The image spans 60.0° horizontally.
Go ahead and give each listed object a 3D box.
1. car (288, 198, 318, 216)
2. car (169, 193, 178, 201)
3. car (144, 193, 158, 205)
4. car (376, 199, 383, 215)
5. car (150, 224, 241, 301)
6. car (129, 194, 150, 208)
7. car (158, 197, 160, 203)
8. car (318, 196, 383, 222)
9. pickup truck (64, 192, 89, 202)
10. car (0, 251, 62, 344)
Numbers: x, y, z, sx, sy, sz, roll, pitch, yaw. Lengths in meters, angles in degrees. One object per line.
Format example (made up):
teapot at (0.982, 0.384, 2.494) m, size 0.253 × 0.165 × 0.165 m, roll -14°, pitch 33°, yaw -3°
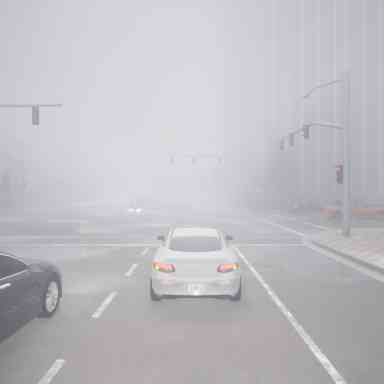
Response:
car at (11.772, 1.352, 32.482) m, size 4.553 × 1.767 × 2.097 m, roll 0°, pitch 0°, yaw 0°
car at (-4.747, 1.225, 85.462) m, size 2.150 × 2.045 × 5.566 m, roll 0°, pitch 0°, yaw -1°
car at (-7.963, 1.225, 59.837) m, size 2.150 × 2.045 × 5.566 m, roll 0°, pitch 0°, yaw -1°
car at (20.998, 1.478, 32.548) m, size 5.008 × 1.535 × 1.882 m, roll 0°, pitch 0°, yaw 0°
car at (0.078, 1.526, 8.188) m, size 1.812 × 1.442 × 4.674 m, roll 0°, pitch 0°, yaw 0°
car at (-7.820, 1.491, 47.950) m, size 2.128 × 1.511 × 4.902 m, roll 0°, pitch 0°, yaw -1°
car at (-8.059, 1.552, 71.933) m, size 1.994 × 1.385 × 4.181 m, roll 0°, pitch 0°, yaw -1°
car at (12.518, 1.352, 25.400) m, size 4.553 × 1.767 × 2.097 m, roll 0°, pitch 0°, yaw 1°
pickup truck at (-24.658, 1.058, 70.241) m, size 2.390 × 2.098 × 6.274 m, roll 0°, pitch 0°, yaw 30°
car at (-3.436, 1.505, 4.538) m, size 1.837 × 1.490 × 4.892 m, roll 0°, pitch 0°, yaw 0°
